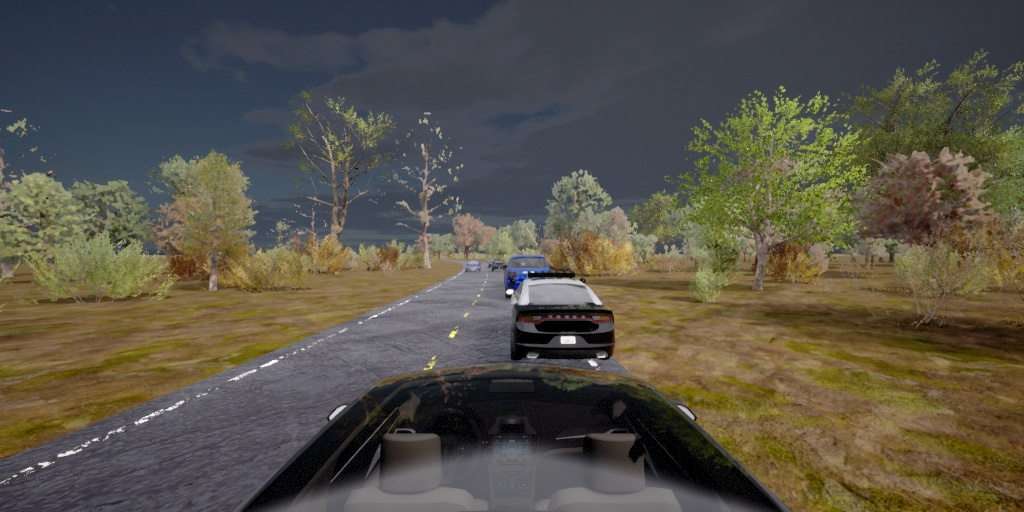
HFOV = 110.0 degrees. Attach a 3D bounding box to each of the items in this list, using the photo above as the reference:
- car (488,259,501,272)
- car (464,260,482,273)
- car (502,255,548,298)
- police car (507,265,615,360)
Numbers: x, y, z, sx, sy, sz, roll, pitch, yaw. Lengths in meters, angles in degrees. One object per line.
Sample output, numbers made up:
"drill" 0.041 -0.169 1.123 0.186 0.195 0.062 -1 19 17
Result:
"car" -1.787 1.253 46.959 1.837 1.490 4.892 0 0 -5
"car" -4.685 1.275 43.628 1.812 1.442 4.674 0 0 -5
"car" 0.716 0.972 18.431 2.150 2.045 5.566 0 0 -2
"police car" 0.899 1.174 8.463 1.930 1.638 5.238 0 0 0
